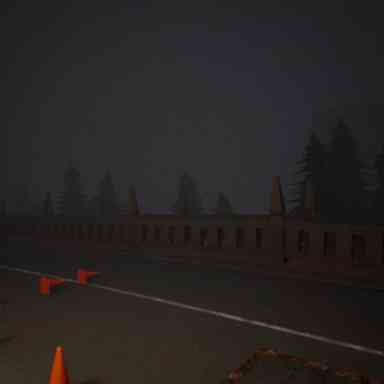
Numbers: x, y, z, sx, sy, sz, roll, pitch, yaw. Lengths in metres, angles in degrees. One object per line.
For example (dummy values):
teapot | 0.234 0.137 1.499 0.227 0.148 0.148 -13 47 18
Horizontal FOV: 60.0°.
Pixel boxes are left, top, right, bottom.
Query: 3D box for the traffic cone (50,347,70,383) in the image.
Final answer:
traffic cone | -1.433 1.976 3.597 0.340 0.580 0.340 -1 0 36

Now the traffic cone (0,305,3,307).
traffic cone | -4.092 2.054 6.750 0.340 0.580 0.340 -2 -1 36
